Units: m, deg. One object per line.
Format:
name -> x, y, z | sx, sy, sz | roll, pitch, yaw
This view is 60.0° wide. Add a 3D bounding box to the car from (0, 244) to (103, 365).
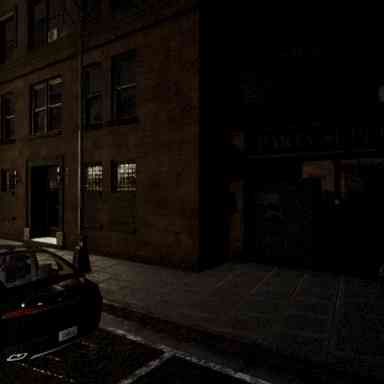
car -> -3.335, 1.551, 5.471 | 4.403, 1.369, 2.008 | 0, 0, 36
